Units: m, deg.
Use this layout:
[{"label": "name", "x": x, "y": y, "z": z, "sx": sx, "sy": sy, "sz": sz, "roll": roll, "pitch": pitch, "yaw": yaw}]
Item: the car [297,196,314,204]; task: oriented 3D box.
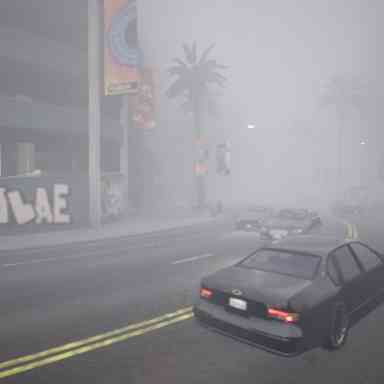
[{"label": "car", "x": 20.788, "y": 1.426, "z": 60.936, "sx": 2.231, "sy": 1.521, "sz": 4.892, "roll": 0, "pitch": 0, "yaw": -1}]

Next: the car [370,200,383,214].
[{"label": "car", "x": 17.927, "y": 1.474, "z": 34.579, "sx": 2.033, "sy": 1.411, "sz": 5.357, "roll": 0, "pitch": 0, "yaw": 2}]

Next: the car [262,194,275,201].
[{"label": "car", "x": 20.428, "y": 1.343, "z": 90.309, "sx": 2.185, "sy": 1.767, "sz": 4.553, "roll": 0, "pitch": 0, "yaw": -1}]

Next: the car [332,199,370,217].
[{"label": "car", "x": 13.987, "y": 1.474, "z": 29.985, "sx": 1.812, "sy": 1.442, "sz": 4.674, "roll": 0, "pitch": 0, "yaw": 8}]

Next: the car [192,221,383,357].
[{"label": "car", "x": 2.397, "y": 1.542, "z": 6.251, "sx": 5.357, "sy": 1.411, "sz": 2.033, "roll": 0, "pitch": 0, "yaw": -45}]

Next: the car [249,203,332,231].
[{"label": "car", "x": 4.604, "y": 1.483, "z": 14.889, "sx": 2.128, "sy": 1.511, "sz": 4.902, "roll": 0, "pitch": 0, "yaw": 32}]

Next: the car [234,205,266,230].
[{"label": "car", "x": 4.294, "y": 1.550, "z": 21.205, "sx": 2.033, "sy": 1.411, "sz": 5.357, "roll": 0, "pitch": 0, "yaw": 24}]
